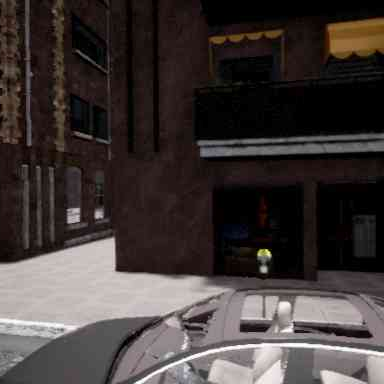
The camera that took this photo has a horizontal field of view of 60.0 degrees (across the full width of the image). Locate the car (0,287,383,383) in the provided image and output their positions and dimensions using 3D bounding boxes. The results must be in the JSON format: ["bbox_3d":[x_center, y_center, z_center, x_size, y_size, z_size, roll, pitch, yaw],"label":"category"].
[{"bbox_3d":[0.556,1.515,2.613,4.403,1.369,2.008,0,1,13],"label":"car"}]
